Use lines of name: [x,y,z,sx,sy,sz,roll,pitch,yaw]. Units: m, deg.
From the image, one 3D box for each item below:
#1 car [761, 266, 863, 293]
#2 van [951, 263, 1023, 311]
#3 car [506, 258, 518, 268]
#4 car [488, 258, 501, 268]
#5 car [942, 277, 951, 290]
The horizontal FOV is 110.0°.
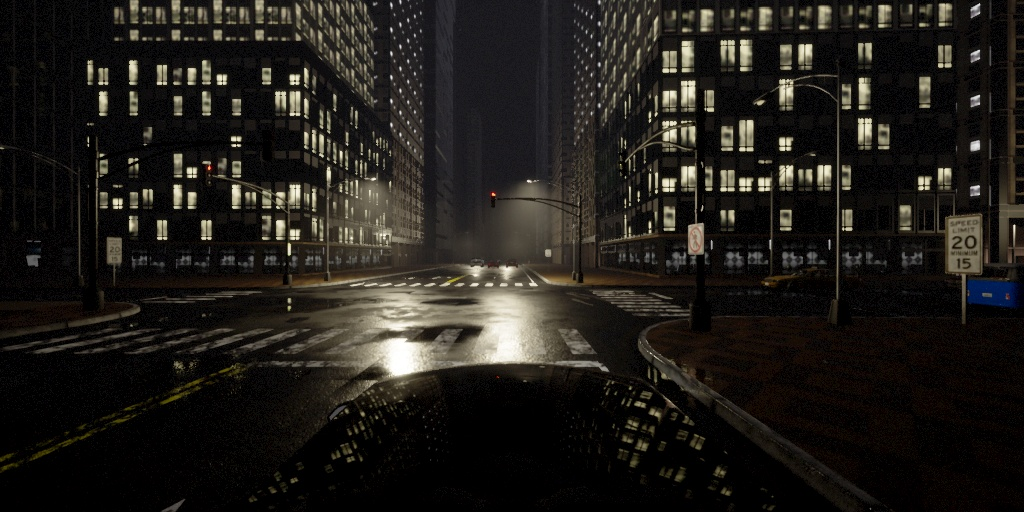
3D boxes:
car: [17.092,1.293,20.562,4.829,1.417,1.751,0,0,2]
van: [18.361,1.119,12.390,3.998,1.789,1.690,0,0,2]
car: [0.014,1.212,63.536,2.097,1.767,4.553,0,0,0]
car: [-3.237,1.460,63.180,1.895,1.301,4.718,0,0,0]
car: [26.926,1.356,20.075,4.207,1.307,1.802,0,0,2]
